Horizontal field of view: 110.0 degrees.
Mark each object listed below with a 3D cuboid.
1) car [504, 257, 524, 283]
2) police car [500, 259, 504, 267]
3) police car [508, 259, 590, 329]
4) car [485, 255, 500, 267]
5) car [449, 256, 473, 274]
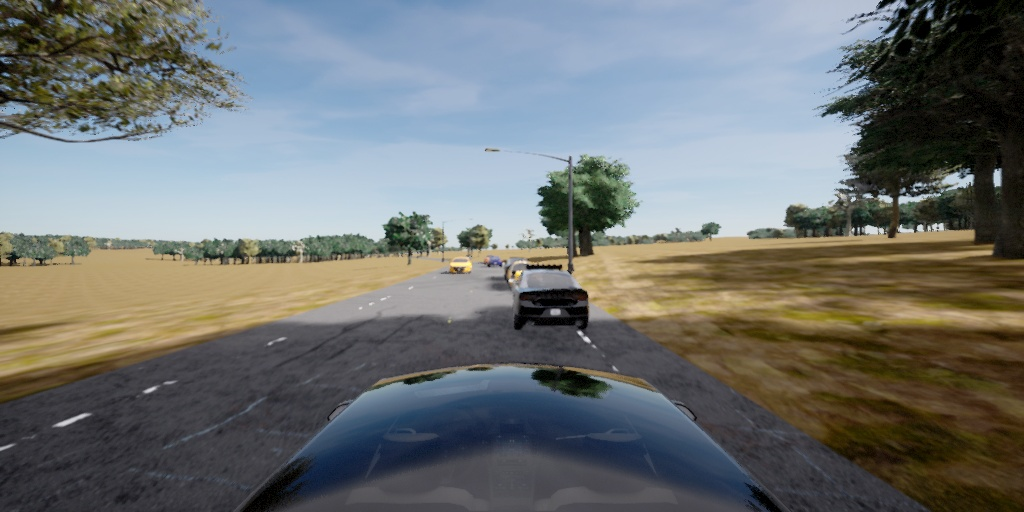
[{"bbox_3d":[0.636,0.965,21.007,1.801,1.575,5.366,0,1,-2],"label":"car"},{"bbox_3d":[0.352,0.863,26.954,1.930,1.638,5.238,0,1,-3],"label":"police car"},{"bbox_3d":[0.952,1.057,10.874,1.930,1.638,5.238,0,1,-1],"label":"police car"},{"bbox_3d":[-2.365,0.772,48.938,1.812,1.442,4.674,0,0,-6],"label":"car"},{"bbox_3d":[-4.706,0.842,33.277,1.882,1.535,5.008,0,1,-4],"label":"car"}]
